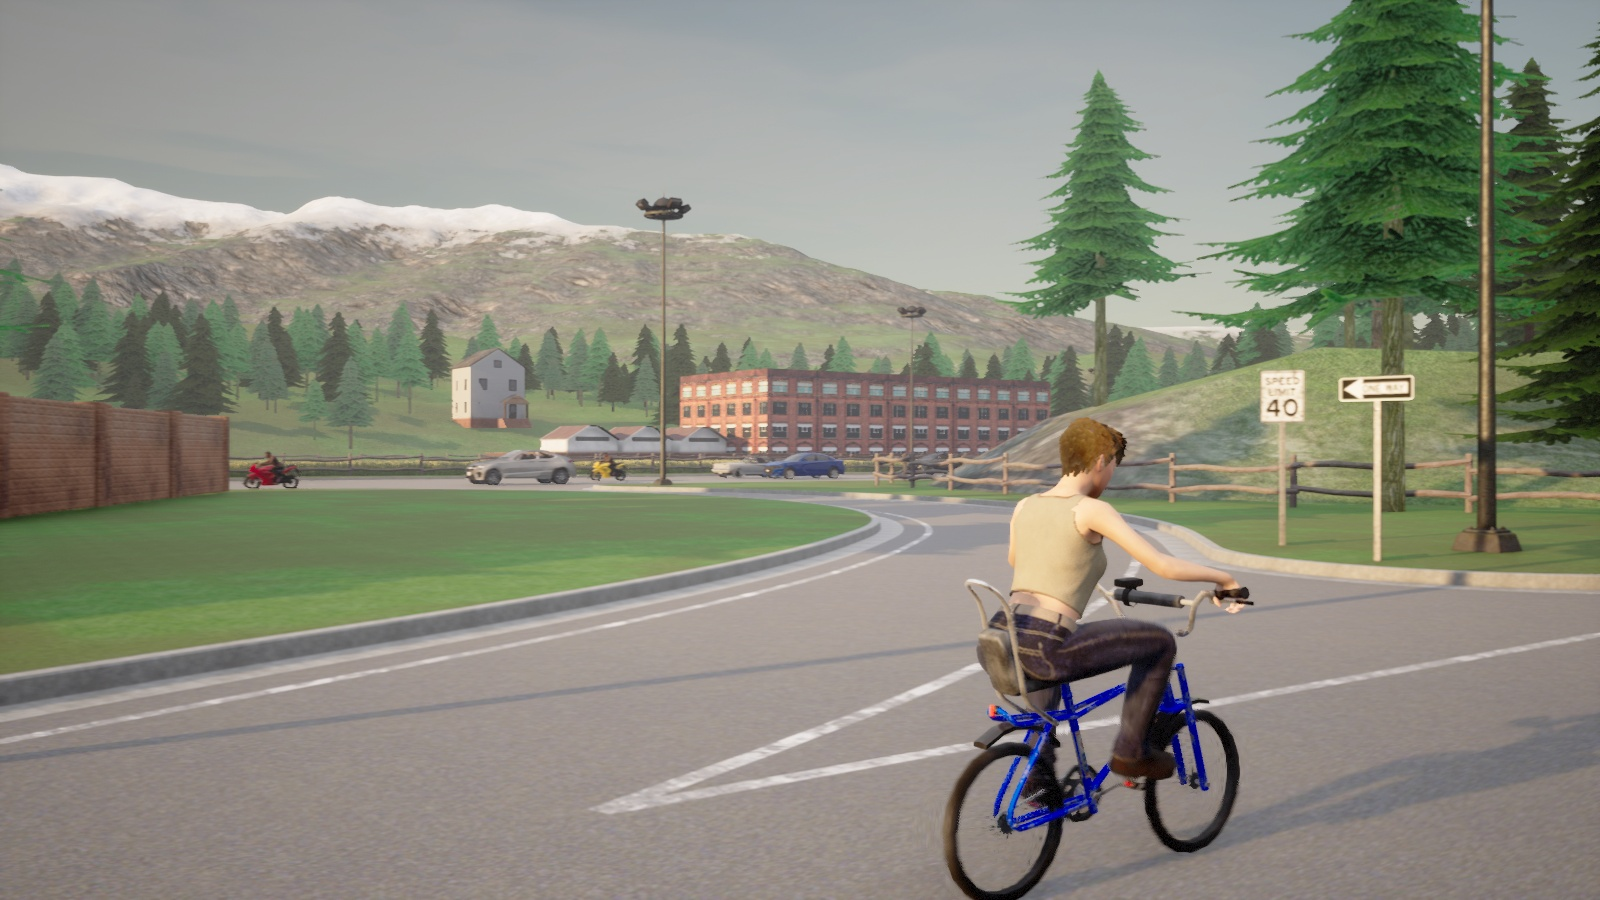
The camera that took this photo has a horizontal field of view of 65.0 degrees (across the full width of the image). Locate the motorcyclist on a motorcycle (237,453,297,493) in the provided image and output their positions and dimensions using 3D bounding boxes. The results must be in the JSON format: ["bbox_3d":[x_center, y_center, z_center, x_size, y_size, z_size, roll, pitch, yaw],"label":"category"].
[{"bbox_3d":[-20.617,0.890,48.593,2.044,1.523,0.797,0,0,-35],"label":"motorcyclist on a motorcycle"}]

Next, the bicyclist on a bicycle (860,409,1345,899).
[{"bbox_3d":[1.075,0.690,4.413,1.509,1.612,0.866,0,0,-35],"label":"bicyclist on a bicycle"}]

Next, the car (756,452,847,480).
[{"bbox_3d":[0.104,0.897,71.448,5.008,1.535,1.882,0,0,-35],"label":"car"}]

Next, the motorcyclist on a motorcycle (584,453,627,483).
[{"bbox_3d":[-9.996,0.906,64.457,2.044,1.523,0.797,0,0,-35],"label":"motorcyclist on a motorcycle"}]

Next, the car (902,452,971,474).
[{"bbox_3d":[9.379,0.883,86.347,4.514,1.525,2.007,0,0,-34],"label":"car"}]

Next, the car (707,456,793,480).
[{"bbox_3d":[-2.908,1.032,73.619,4.718,1.301,1.895,0,0,-35],"label":"car"}]

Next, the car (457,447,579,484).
[{"bbox_3d":[-13.025,0.693,58.105,5.027,1.651,2.152,0,0,-35],"label":"car"}]
